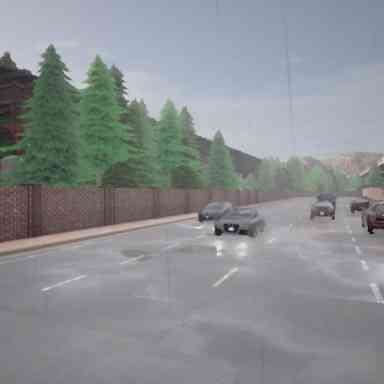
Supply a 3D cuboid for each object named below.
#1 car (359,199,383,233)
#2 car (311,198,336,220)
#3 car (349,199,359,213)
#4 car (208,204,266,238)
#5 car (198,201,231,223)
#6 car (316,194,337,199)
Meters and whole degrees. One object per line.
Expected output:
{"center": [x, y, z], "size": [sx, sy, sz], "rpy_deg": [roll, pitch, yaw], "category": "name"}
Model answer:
{"center": [11.132, 1.345, 19.235], "size": [2.097, 1.767, 4.553], "rpy_deg": [0, 0, 23], "category": "car"}
{"center": [11.156, 1.516, 28.301], "size": [1.812, 1.442, 4.674], "rpy_deg": [0, 0, 23], "category": "car"}
{"center": [18.326, 1.465, 36.222], "size": [1.882, 1.535, 5.008], "rpy_deg": [0, 0, 23], "category": "car"}
{"center": [2.625, 1.557, 17.616], "size": [1.994, 1.385, 4.181], "rpy_deg": [0, 0, 23], "category": "car"}
{"center": [1.984, 1.495, 25.076], "size": [1.837, 1.490, 4.892], "rpy_deg": [0, 0, 23], "category": "car"}
{"center": [16.538, 1.206, 40.965], "size": [2.150, 2.045, 5.566], "rpy_deg": [0, 0, 23], "category": "car"}
